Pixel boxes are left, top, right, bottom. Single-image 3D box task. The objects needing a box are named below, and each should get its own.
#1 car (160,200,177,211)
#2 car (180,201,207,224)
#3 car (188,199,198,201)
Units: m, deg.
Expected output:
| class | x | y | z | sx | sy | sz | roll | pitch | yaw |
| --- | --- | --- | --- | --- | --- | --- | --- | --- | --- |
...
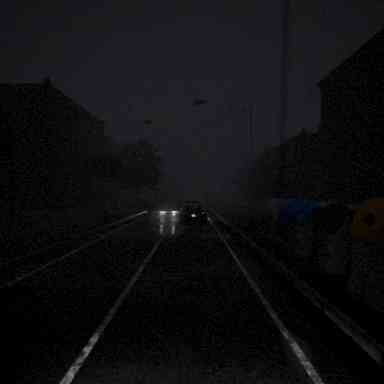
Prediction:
| class | x | y | z | sx | sy | sz | roll | pitch | yaw |
| --- | --- | --- | --- | --- | --- | --- | --- | --- | --- |
| car | -3.081 | 1.728 | 43.787 | 1.812 | 1.442 | 4.674 | 0 | 0 | 0 |
| car | 0.103 | 1.642 | 25.364 | 1.994 | 1.385 | 4.181 | 0 | 0 | 0 |
| car | 0.104 | 1.696 | 42.281 | 1.837 | 1.490 | 4.892 | 0 | -1 | 0 |
